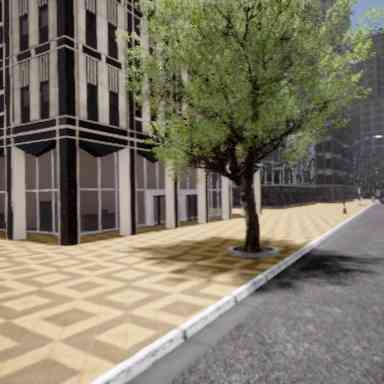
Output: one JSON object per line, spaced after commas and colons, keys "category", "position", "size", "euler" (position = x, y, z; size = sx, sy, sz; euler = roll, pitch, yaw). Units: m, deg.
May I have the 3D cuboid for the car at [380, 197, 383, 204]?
{"category": "car", "position": [41.901, 1.838, 71.772], "size": [1.994, 1.385, 4.181], "euler": [-1, -1, 34]}
